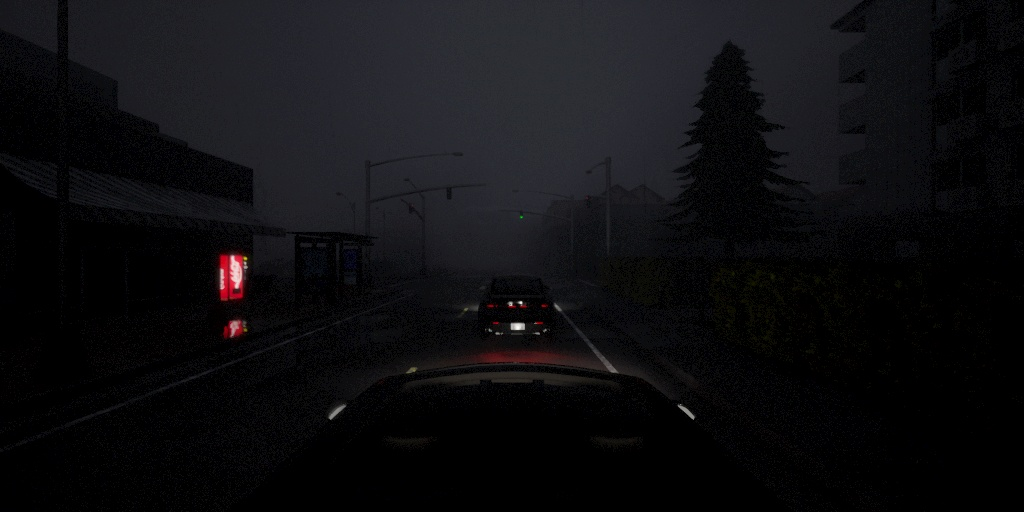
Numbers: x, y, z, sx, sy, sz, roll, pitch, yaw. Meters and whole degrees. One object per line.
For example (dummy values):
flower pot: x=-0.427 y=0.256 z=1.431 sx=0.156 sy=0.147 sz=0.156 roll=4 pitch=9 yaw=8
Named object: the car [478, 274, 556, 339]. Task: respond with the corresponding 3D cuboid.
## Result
car: x=0.119 y=1.255 z=10.099 sx=1.837 sy=1.490 sz=4.892 roll=0 pitch=0 yaw=0
